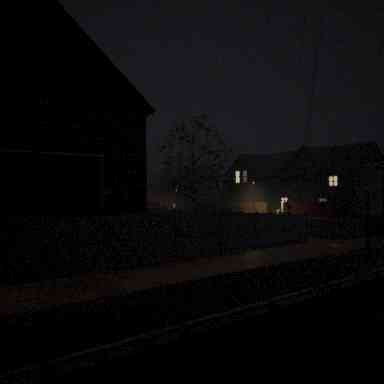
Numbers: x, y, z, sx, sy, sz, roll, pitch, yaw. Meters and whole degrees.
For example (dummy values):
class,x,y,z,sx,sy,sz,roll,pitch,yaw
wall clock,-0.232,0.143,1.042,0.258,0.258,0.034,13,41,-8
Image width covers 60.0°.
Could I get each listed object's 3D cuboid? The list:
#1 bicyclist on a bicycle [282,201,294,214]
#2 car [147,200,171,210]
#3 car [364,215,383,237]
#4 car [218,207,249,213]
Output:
class,x,y,z,sx,sy,sz,roll,pitch,yaw
bicyclist on a bicycle,8.838,1.667,30.682,1.656,1.620,0.582,-1,0,-36
car,-4.626,2.032,39.428,2.150,2.045,5.566,-1,-1,-36
car,10.920,1.726,16.679,1.994,1.385,4.181,-1,-1,-25
car,3.530,2.001,28.042,1.812,1.442,4.674,-1,-1,-36
